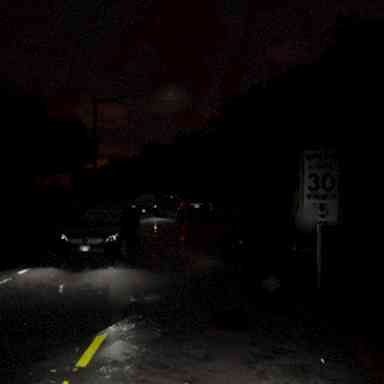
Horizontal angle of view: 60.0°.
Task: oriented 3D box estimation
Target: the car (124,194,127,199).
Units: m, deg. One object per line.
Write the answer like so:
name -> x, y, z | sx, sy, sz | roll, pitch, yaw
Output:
car -> -13.987, 0.962, 74.010 | 1.994, 1.385, 4.181 | 0, -1, -20

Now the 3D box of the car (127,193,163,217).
car -> -3.168, 0.852, 23.220 | 1.812, 1.442, 4.674 | 0, 1, -4

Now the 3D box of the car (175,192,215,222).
car -> 0.180, 0.768, 20.498 | 2.097, 1.767, 4.553 | 0, 1, -2

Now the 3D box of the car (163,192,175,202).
car -> -3.199, 0.678, 47.697 | 1.994, 1.385, 4.181 | 0, 0, -11

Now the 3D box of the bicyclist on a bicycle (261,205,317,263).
bicyclist on a bicycle -> 2.755, 1.184, 9.312 | 1.656, 1.620, 0.582 | -1, 2, 1

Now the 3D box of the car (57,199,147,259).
car -> -2.861, 1.176, 11.209 | 1.812, 1.442, 4.674 | 0, 2, 0
